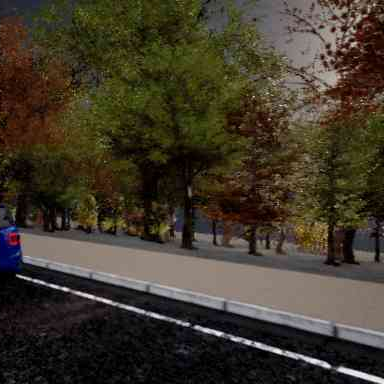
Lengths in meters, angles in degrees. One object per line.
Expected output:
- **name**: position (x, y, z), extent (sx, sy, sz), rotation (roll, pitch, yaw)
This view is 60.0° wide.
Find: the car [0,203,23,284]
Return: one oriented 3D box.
- **car**: position (-6.458, 1.206, 8.292), extent (5.566, 2.045, 2.150), rotation (0, 0, 35)
